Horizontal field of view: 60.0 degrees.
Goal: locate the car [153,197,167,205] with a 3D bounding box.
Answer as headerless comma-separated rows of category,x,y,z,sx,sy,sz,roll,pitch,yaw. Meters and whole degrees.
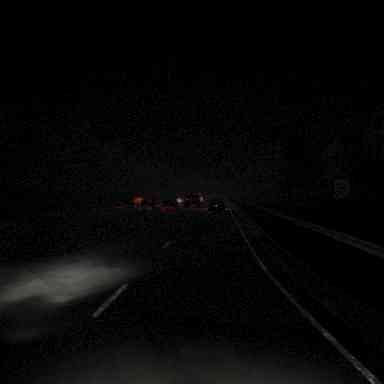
car,-5.899,1.562,61.751,1.994,1.385,4.181,0,0,5

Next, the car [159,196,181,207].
car,-3.276,1.478,51.076,1.882,1.535,5.008,0,0,5

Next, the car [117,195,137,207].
car,-10.252,1.494,51.658,1.837,1.490,4.892,0,0,5

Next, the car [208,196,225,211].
car,2.942,1.574,40.193,1.994,1.385,4.181,0,0,5

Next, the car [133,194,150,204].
car,-9.389,1.344,62.012,2.097,1.767,4.553,0,0,5

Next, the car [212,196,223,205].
car,4.604,1.541,60.303,1.812,1.442,4.674,0,0,5

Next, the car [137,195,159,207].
car,-6.729,1.521,51.782,1.812,1.442,4.674,0,0,5

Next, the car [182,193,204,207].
car,0.215,1.228,50.816,2.150,2.045,5.566,0,0,5
